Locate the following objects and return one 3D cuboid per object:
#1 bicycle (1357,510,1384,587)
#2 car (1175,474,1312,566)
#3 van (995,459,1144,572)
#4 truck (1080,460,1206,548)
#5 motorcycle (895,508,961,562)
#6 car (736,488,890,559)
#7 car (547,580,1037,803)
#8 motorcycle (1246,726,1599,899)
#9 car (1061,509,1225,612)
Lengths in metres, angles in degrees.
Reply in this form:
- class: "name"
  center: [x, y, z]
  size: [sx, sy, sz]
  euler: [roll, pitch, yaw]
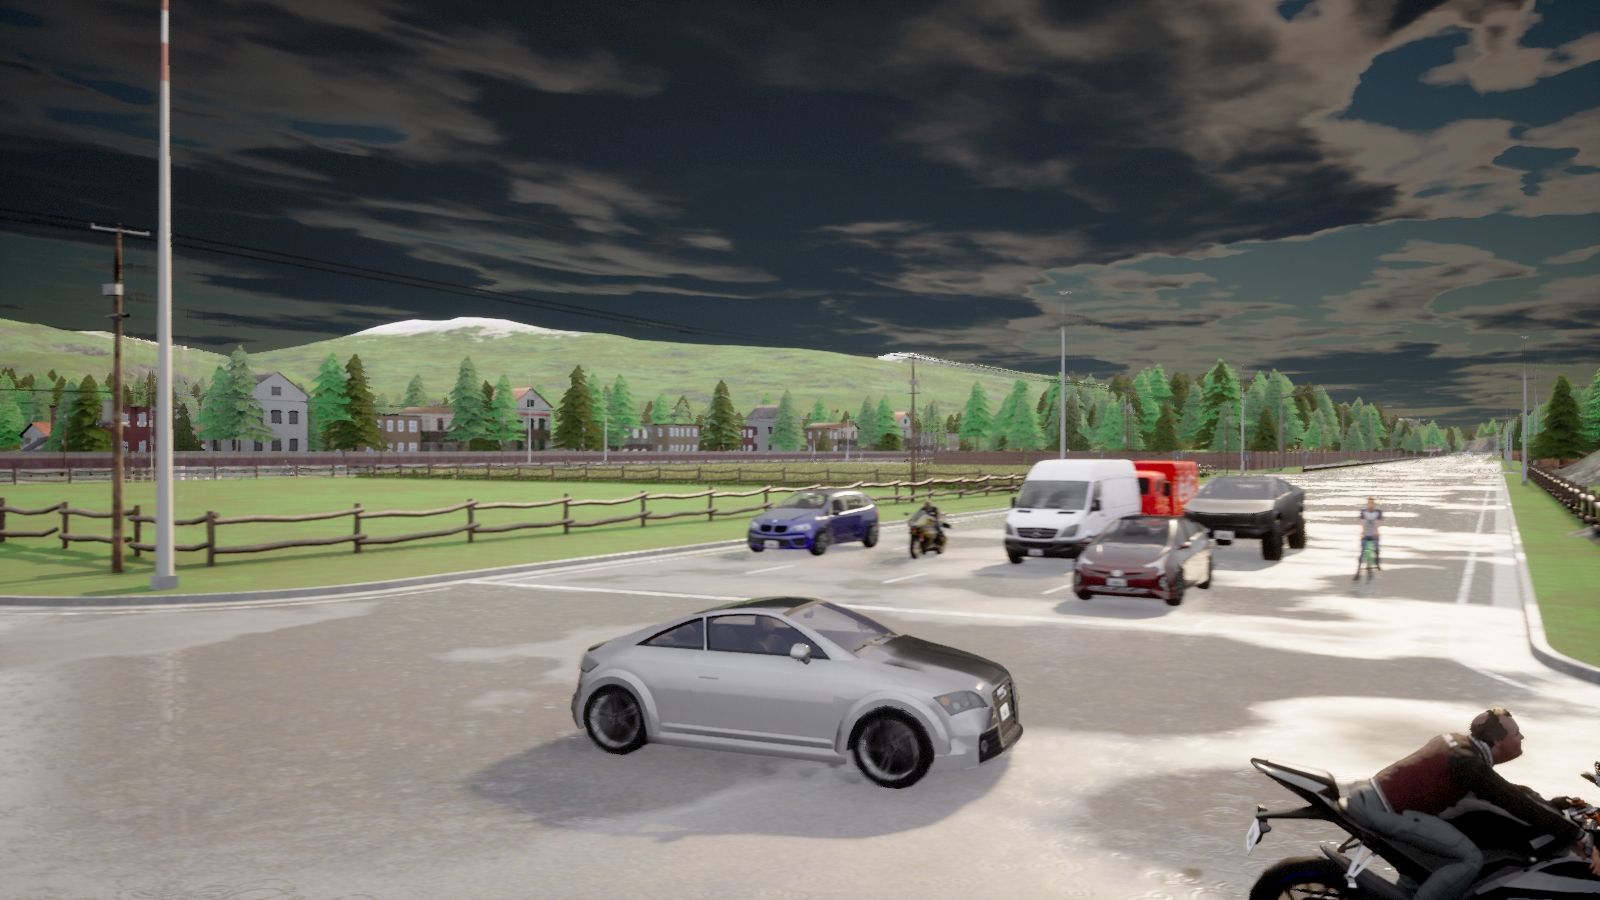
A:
- class: "bicycle"
  center: [12.119, 2.062, 24.264]
  size: [0.373, 1.496, 1.643]
  euler: [0, 0, 31]
- class: "car"
  center: [12.177, 1.761, 31.073]
  size: [2.390, 2.098, 6.274]
  euler: [0, 0, 31]
- class: "van"
  center: [7.085, 1.539, 29.463]
  size: [1.988, 2.561, 5.915]
  euler: [0, 0, 31]
- class: "truck"
  center: [10.834, 1.573, 35.780]
  size: [2.627, 2.467, 5.204]
  euler: [0, 0, 31]
- class: "motorcycle"
  center: [3.389, 2.208, 30.118]
  size: [0.867, 1.251, 2.209]
  euler: [0, 0, 31]
- class: "car"
  center: [0.453, 1.970, 32.023]
  size: [2.242, 1.667, 4.611]
  euler: [0, 0, 32]
- class: "car"
  center: [-0.044, 2.119, 10.797]
  size: [4.181, 1.385, 1.994]
  euler: [0, 0, 22]
- class: "motorcycle"
  center: [3.445, 2.206, 5.760]
  size: [2.209, 1.251, 0.867]
  euler: [0, 0, 20]
- class: "car"
  center: [6.768, 2.044, 22.192]
  size: [2.007, 1.525, 4.514]
  euler: [0, 0, 31]
